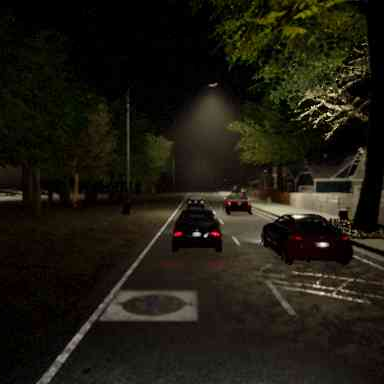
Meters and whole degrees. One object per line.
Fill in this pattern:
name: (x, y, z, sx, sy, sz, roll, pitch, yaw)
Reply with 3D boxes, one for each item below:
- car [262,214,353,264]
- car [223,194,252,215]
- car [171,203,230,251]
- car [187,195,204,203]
car: (3.692, 1.427, 11.337, 1.994, 1.385, 4.181, 0, 1, 0)
car: (3.848, 0.942, 28.996, 2.097, 1.767, 4.553, 0, 1, 0)
car: (0.203, 1.384, 13.317, 2.033, 1.411, 5.357, 0, 1, 1)
car: (0.404, 1.010, 35.856, 2.033, 1.411, 5.357, 0, 1, 1)
